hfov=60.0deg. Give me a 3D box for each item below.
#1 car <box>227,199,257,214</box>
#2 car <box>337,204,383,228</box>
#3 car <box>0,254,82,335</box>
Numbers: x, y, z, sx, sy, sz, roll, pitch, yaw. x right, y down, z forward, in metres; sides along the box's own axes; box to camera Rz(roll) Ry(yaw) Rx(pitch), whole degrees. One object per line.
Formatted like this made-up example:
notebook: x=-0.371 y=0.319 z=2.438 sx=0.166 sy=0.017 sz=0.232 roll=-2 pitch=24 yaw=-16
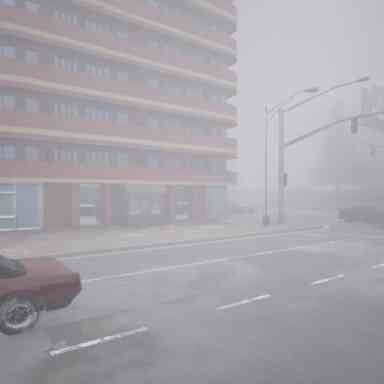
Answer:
car: x=4.688 y=1.527 z=34.968 sx=1.812 sy=1.442 sz=4.674 roll=0 pitch=1 yaw=-36
car: x=12.314 y=1.548 z=22.534 sx=2.033 sy=1.411 sz=5.357 roll=0 pitch=0 yaw=-17
car: x=-4.335 y=1.601 z=5.157 sx=4.718 sy=1.301 sz=1.895 roll=0 pitch=0 yaw=-35
